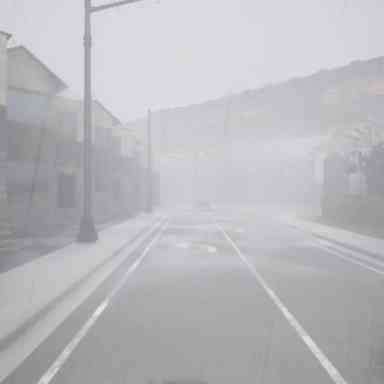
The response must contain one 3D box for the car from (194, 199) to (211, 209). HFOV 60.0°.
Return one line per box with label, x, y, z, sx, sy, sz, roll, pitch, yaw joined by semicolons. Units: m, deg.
car;1.495;1.625;45.352;1.895;1.301;4.718;0;0;7
